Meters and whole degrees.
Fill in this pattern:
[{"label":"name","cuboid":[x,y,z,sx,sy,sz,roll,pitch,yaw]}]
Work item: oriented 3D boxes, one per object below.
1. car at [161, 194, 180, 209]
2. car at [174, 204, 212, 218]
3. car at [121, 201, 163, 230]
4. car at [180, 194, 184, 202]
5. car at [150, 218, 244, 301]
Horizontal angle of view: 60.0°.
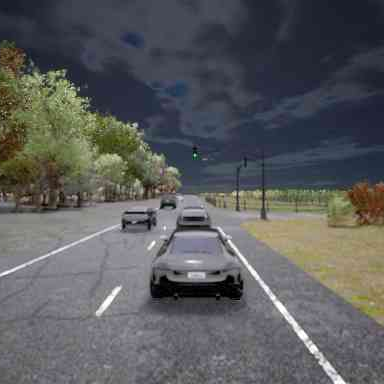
[{"label":"car","cuboid":[-3.392,1.437,49.027,2.150,2.045,5.566,0,0,0]},{"label":"car","cuboid":[0.104,1.592,18.984,1.837,1.490,4.892,0,0,0]},{"label":"car","cuboid":[-3.396,1.591,22.063,2.128,1.511,4.902,0,0,0]},{"label":"car","cuboid":[-3.485,1.600,88.762,2.150,2.045,5.566,0,0,0]},{"label":"car","cuboid":[0.100,1.603,8.510,1.994,1.385,4.181,0,0,0]}]
